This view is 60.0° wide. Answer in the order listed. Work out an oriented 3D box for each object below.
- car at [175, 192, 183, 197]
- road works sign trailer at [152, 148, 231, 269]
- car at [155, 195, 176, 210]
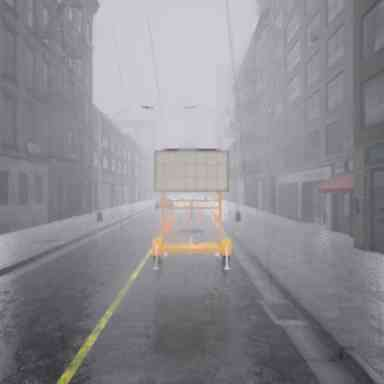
[{"bbox_3d":[-3.097,0.578,79.380,2.097,1.767,4.553,0,0,0],"label":"car"},{"bbox_3d":[-0.011,0.393,10.795,2.380,3.560,2.880,0,0,0],"label":"road works sign trailer"},{"bbox_3d":[-3.139,1.340,38.426,1.994,1.385,4.181,0,0,0],"label":"car"}]
